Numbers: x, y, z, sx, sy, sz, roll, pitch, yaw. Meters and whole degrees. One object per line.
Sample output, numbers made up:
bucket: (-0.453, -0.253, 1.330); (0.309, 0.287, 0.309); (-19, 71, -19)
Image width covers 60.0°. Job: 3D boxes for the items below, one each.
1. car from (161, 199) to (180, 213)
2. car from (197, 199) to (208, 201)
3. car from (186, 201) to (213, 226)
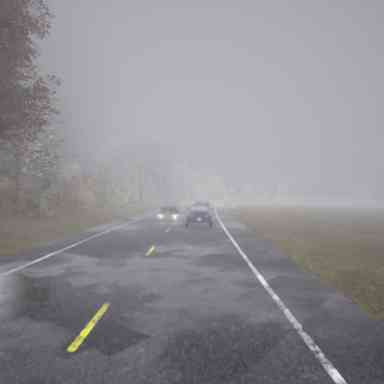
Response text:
car: (-2.479, 1.644, 38.873); (1.882, 1.535, 5.008); (0, 0, 3)
car: (1.294, 1.652, 41.678); (1.882, 1.535, 5.008); (0, 0, 3)
car: (0.534, 1.620, 24.148); (1.812, 1.442, 4.674); (0, 0, 2)
